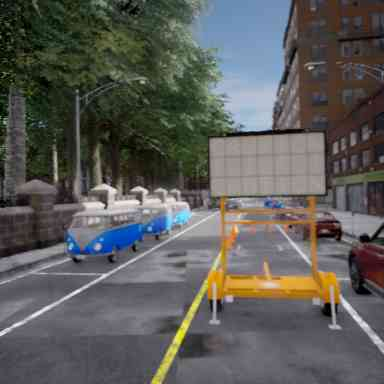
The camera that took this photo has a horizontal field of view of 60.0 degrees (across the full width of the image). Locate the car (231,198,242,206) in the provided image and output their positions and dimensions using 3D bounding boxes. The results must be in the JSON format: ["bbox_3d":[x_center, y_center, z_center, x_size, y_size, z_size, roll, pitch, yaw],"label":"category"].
[{"bbox_3d":[8.974,2.036,66.675,1.812,1.442,4.674,-1,-1,10],"label":"car"}]

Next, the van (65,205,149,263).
[{"bbox_3d":[-3.177,1.560,12.647,1.690,1.788,3.998,-2,-1,10],"label":"van"}]

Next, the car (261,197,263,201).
[{"bbox_3d":[13.020,1.864,55.809,1.947,1.339,4.313,-2,-1,10],"label":"car"}]

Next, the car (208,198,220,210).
[{"bbox_3d":[3.638,1.789,51.661,2.192,1.841,5.009,-2,-1,10],"label":"car"}]

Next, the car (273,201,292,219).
[{"bbox_3d":[8.151,1.707,27.929,1.802,1.307,4.206,-2,-1,10],"label":"car"}]

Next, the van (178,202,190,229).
[{"bbox_3d":[-1.230,1.638,23.794,1.690,1.788,3.998,-2,-1,10],"label":"van"}]

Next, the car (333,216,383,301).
[{"bbox_3d":[4.247,1.284,5.629,2.192,1.841,5.009,-2,-1,10],"label":"car"}]

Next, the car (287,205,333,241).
[{"bbox_3d":[6.202,1.594,16.778,1.887,1.381,4.507,-2,-1,10],"label":"car"}]

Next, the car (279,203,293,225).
[{"bbox_3d":[7.177,1.670,22.353,1.802,1.307,4.206,-2,-1,10],"label":"car"}]

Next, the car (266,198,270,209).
[{"bbox_3d":[10.098,1.742,39.082,1.887,1.381,4.507,-2,-1,10],"label":"car"}]

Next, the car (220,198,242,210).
[{"bbox_3d":[5.667,1.885,48.258,2.128,1.511,4.902,-1,-1,10],"label":"car"}]

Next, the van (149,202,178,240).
[{"bbox_3d":[-2.204,1.600,18.220,1.690,1.788,3.998,-2,-1,10],"label":"van"}]

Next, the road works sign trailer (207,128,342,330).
[{"bbox_3d":[1.582,0.511,7.069,2.380,3.560,2.880,-1,-1,10],"label":"road works sign trailer"}]

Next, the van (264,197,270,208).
[{"bbox_3d":[12.041,1.606,50.236,1.690,1.788,3.998,-2,-1,10],"label":"van"}]

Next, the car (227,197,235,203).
[{"bbox_3d":[11.129,2.237,94.529,1.752,1.417,4.829,-2,-1,10],"label":"car"}]

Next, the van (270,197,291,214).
[{"bbox_3d":[9.119,1.503,33.508,1.690,1.788,3.998,-2,-1,10],"label":"van"}]
